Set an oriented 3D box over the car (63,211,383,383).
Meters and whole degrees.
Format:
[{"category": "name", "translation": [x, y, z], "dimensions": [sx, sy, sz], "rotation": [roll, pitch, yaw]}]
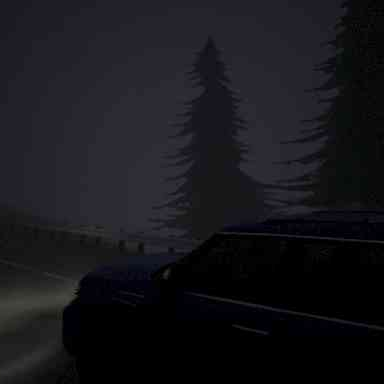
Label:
[{"category": "car", "translation": [1.118, 1.214, 3.210], "dimensions": [5.566, 2.045, 2.150], "rotation": [0, 0, 36]}]
